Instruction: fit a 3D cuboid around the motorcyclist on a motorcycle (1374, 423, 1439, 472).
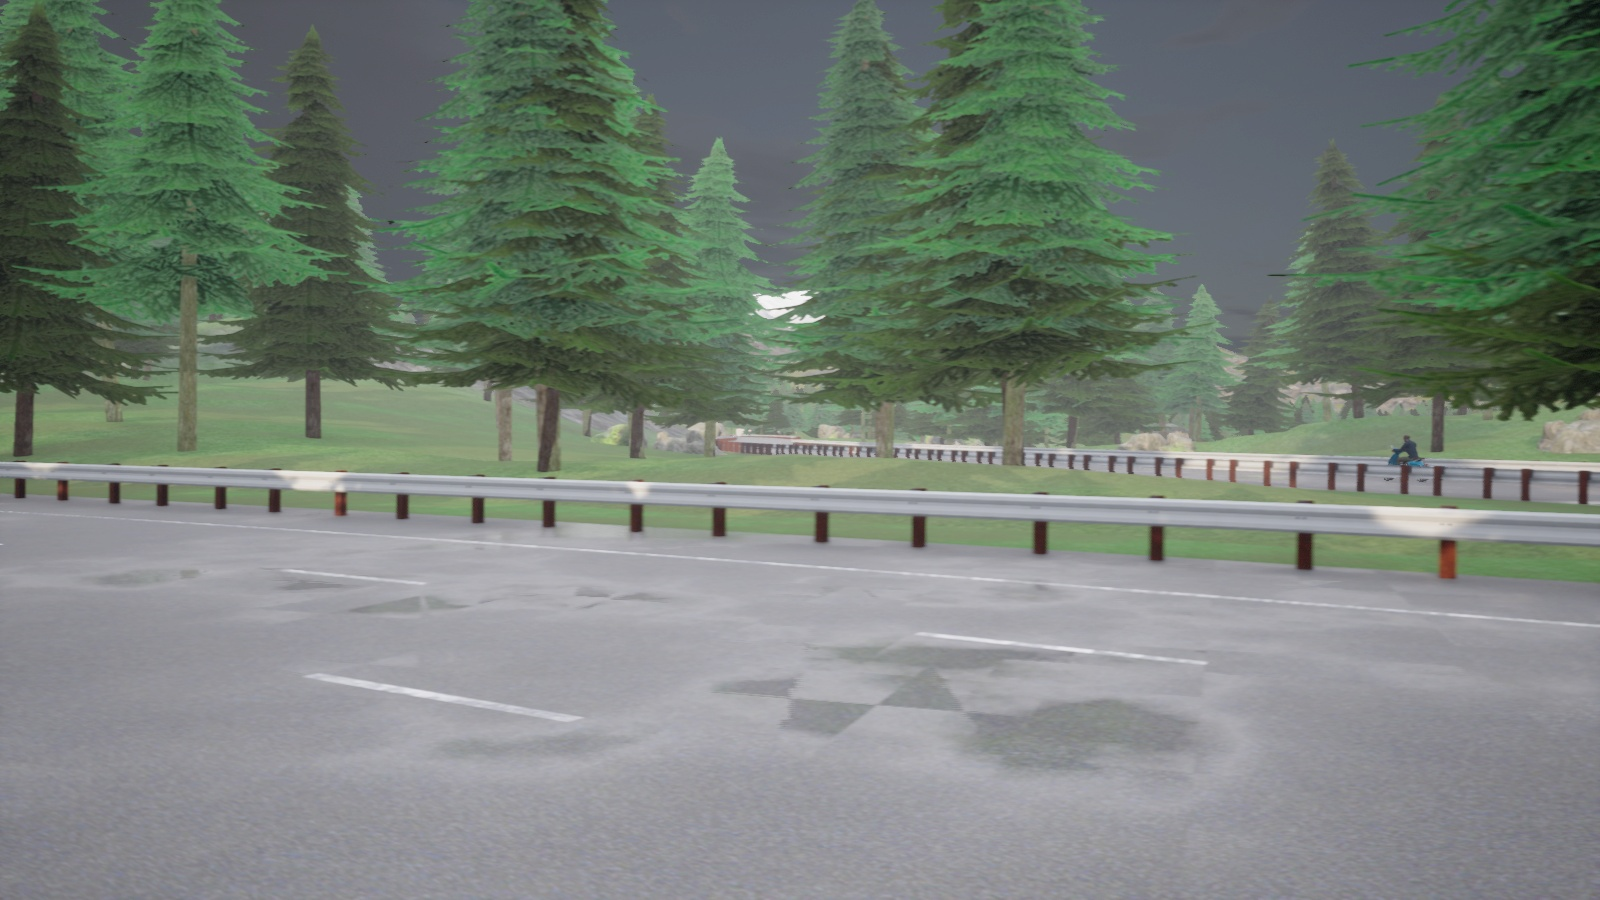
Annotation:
[{"bbox_3d":[20.174,-0.083,41.834,0.866,1.590,1.817,-1,1,-25],"label":"motorcyclist on a motorcycle"}]
